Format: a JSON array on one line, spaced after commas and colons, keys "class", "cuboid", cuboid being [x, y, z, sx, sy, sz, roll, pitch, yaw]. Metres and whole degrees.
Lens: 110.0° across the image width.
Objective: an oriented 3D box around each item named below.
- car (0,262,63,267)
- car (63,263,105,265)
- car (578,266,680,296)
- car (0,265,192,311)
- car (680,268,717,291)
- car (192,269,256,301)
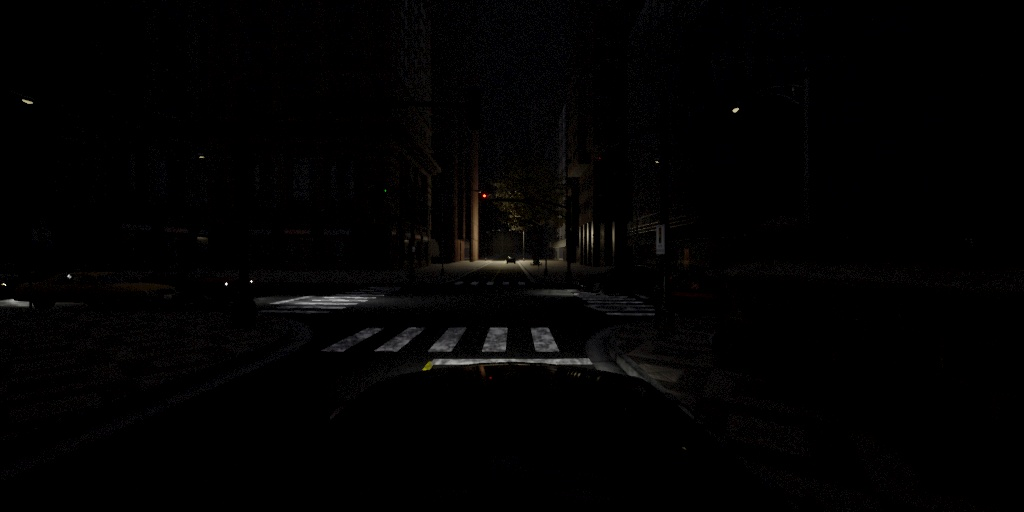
[{"class": "car", "cuboid": [-23.846, 1.076, 15.774, 5.357, 1.411, 2.033, 1, 0, 0]}, {"class": "car", "cuboid": [-26.358, 1.065, 21.645, 4.313, 1.339, 1.948, 0, 0, 0]}, {"class": "car", "cuboid": [6.061, 1.293, 19.346, 4.892, 1.490, 1.837, 1, 0, 7]}, {"class": "car", "cuboid": [-14.965, 1.146, 13.083, 4.829, 1.417, 1.751, 0, 0, 0]}, {"class": "car", "cuboid": [11.877, 1.381, 21.521, 4.403, 1.370, 2.007, 0, 0, 0]}, {"class": "car", "cuboid": [-14.103, 1.231, 15.741, 4.718, 1.301, 1.895, 1, 0, 0]}]
